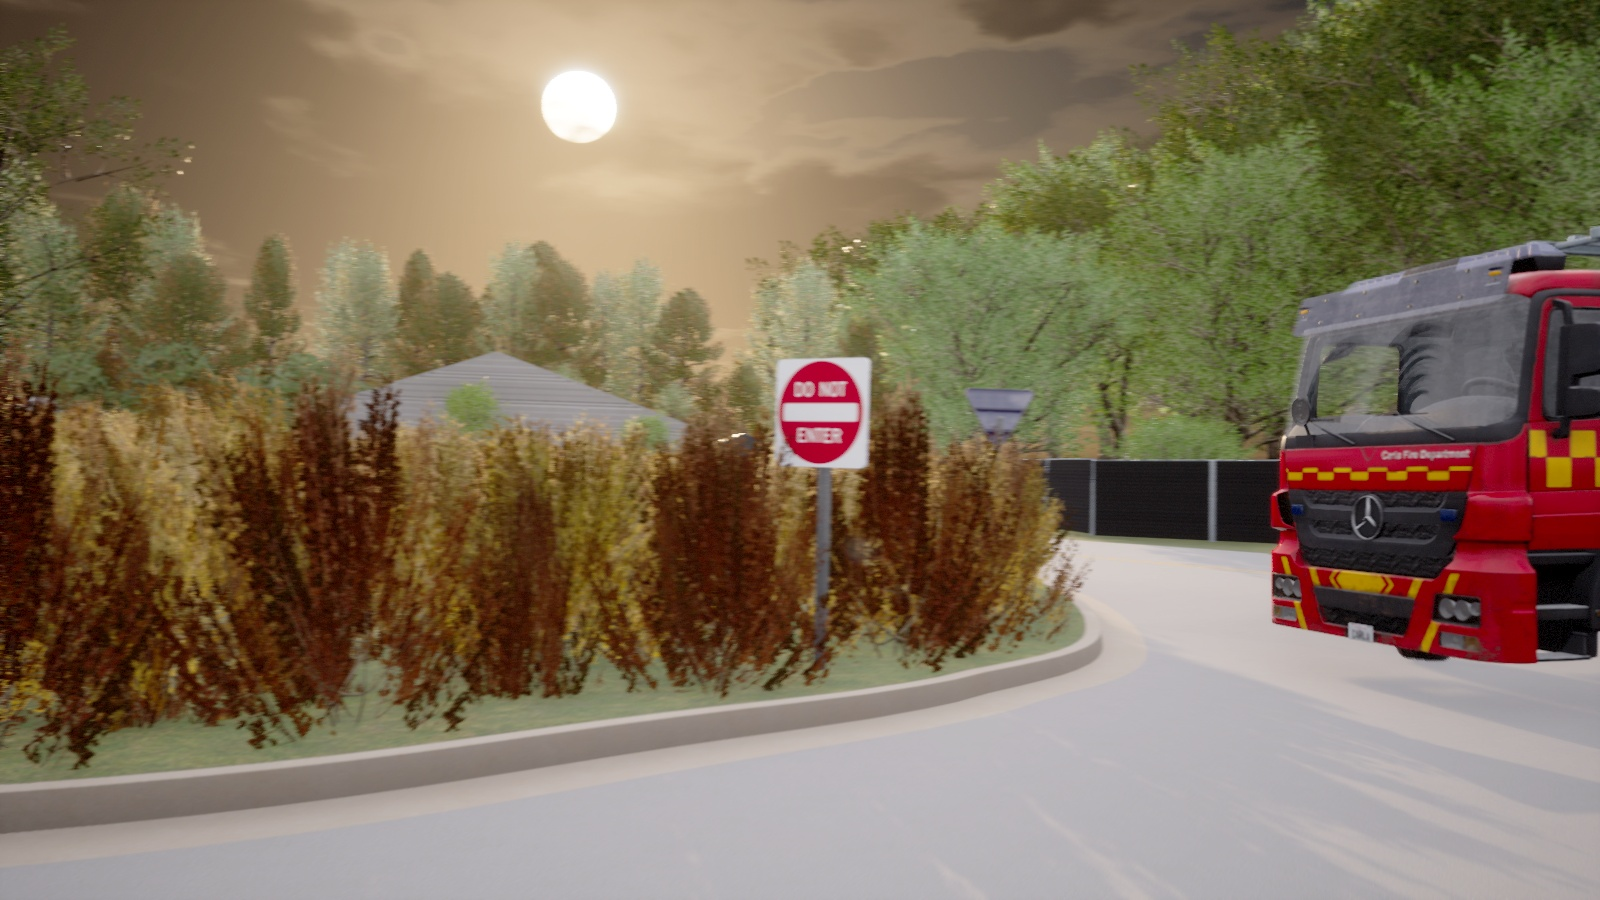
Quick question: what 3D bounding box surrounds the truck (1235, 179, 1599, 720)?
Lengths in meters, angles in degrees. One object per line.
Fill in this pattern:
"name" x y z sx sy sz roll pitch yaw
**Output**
"truck" 8.543 0.008 11.332 8.468 3.827 2.891 0 -1 -14
